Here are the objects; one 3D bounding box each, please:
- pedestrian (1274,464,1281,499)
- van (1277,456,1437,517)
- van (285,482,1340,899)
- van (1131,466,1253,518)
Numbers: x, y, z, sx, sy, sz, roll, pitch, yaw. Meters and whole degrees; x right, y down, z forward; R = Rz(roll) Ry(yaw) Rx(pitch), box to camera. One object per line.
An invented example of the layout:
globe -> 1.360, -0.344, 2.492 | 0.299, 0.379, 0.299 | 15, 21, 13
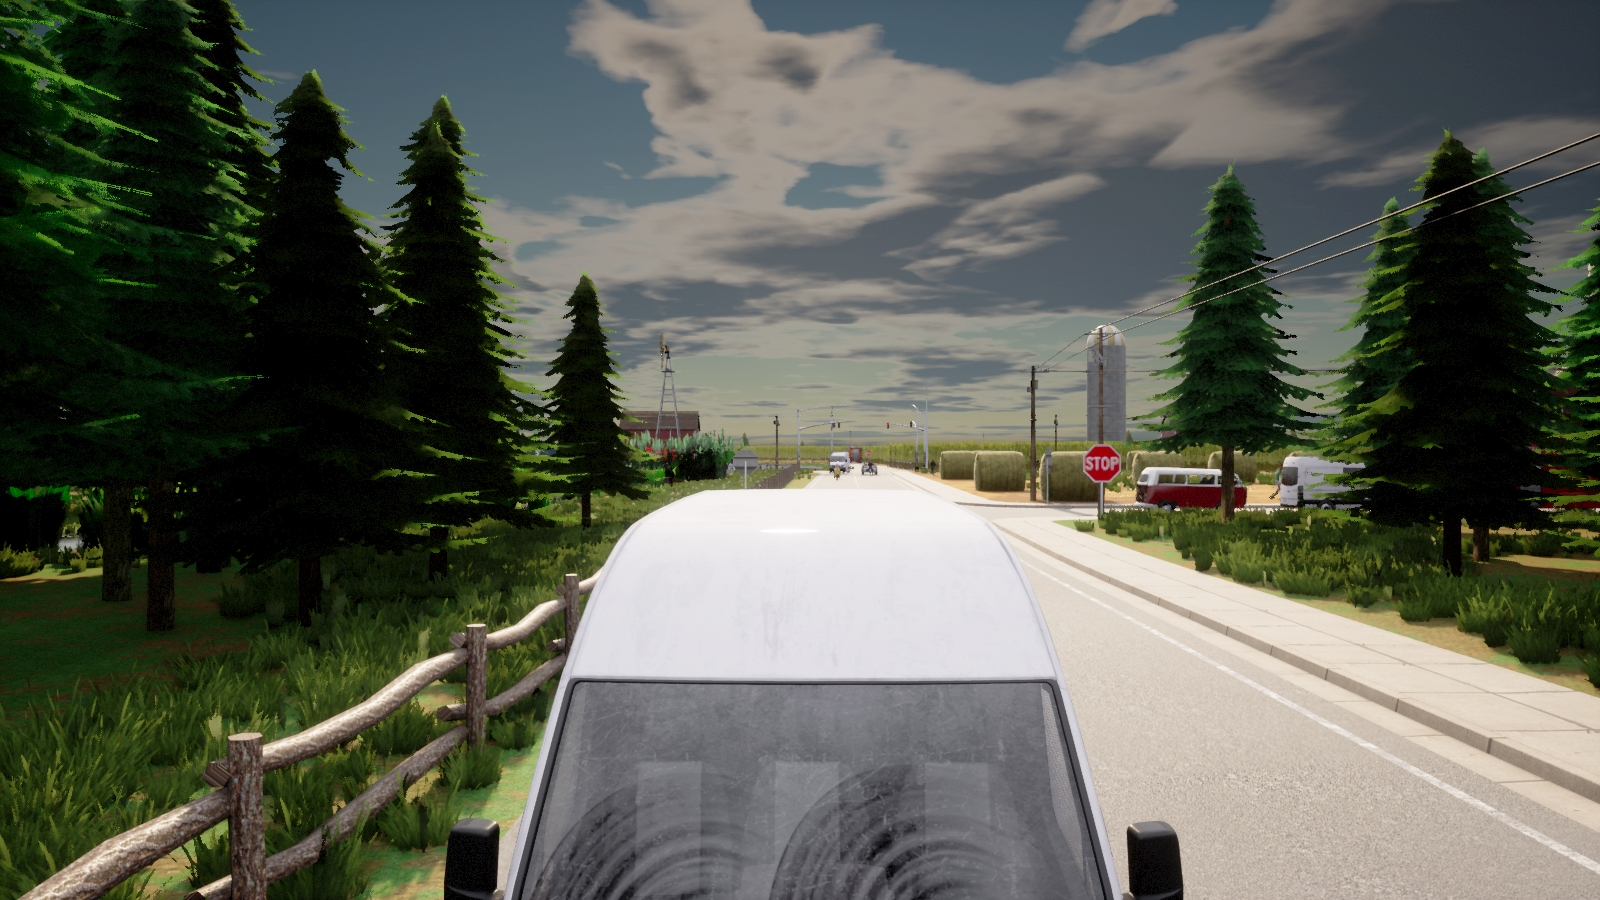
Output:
pedestrian -> 25.599, 1.682, 61.245 | 0.375, 1.860, 0.375 | 0, 0, 21
van -> 23.869, 1.534, 49.092 | 5.915, 2.561, 1.988 | 0, 0, -1
van -> 0.056, 1.508, 5.110 | 1.988, 2.561, 5.915 | 0, 0, 1
van -> 16.759, 1.773, 49.041 | 4.480, 2.038, 2.069 | 1, 0, 0
